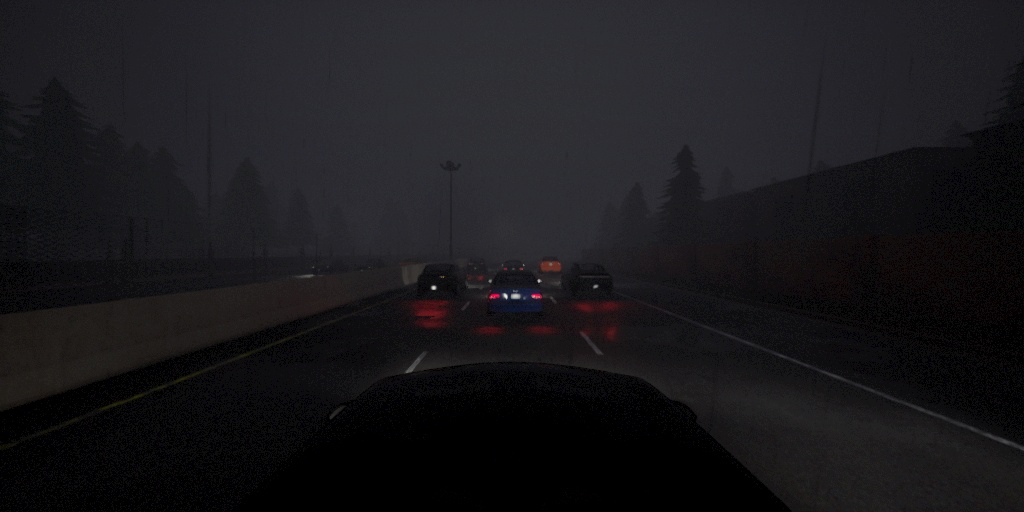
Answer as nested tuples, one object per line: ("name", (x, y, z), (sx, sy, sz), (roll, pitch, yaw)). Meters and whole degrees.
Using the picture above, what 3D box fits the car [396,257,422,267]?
("car", (-10.575, 0.886, 37.600), (1.882, 1.535, 5.008), (0, 0, 0))

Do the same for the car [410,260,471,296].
("car", (-3.393, 1.100, 17.982), (1.837, 1.490, 4.892), (0, 1, 0))

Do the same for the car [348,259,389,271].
("car", (-14.080, 0.969, 36.264), (2.033, 1.411, 5.357), (0, 1, 0))

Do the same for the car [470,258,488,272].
("car", (-3.386, 0.918, 35.686), (2.128, 1.511, 4.902), (0, 1, 0))

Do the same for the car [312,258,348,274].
("car", (-17.580, 0.959, 35.013), (1.812, 1.442, 4.674), (0, 0, 0))

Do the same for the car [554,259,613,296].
("car", (3.608, 1.087, 17.864), (2.128, 1.511, 4.902), (0, 1, 0))

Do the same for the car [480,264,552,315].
("car", (0.105, 1.191, 12.860), (2.033, 1.411, 5.357), (0, 1, 0))

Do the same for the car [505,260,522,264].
("car", (0.112, 1.024, 30.394), (2.033, 1.411, 5.357), (0, 1, 0))

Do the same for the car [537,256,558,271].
("car", (3.614, 0.780, 35.397), (2.097, 1.767, 4.553), (0, 1, 0))
